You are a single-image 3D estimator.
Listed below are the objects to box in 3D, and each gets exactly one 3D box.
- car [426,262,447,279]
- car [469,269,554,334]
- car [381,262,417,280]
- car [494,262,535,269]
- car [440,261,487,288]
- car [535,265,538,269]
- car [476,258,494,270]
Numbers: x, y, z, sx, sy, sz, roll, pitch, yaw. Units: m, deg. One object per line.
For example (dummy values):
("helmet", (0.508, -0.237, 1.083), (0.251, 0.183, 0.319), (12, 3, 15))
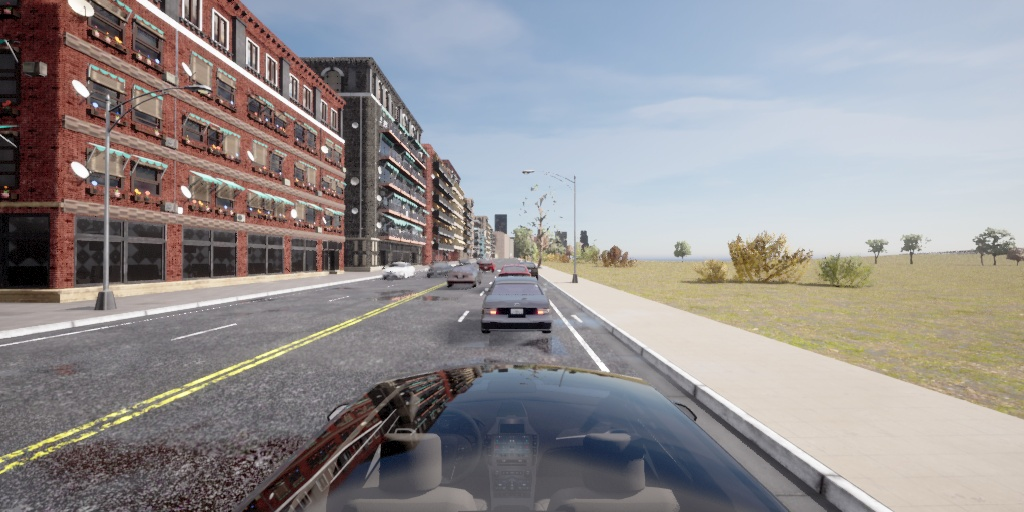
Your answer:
("car", (-6.520, 1.279, 32.968), (1.812, 1.442, 4.674), (0, 0, 0))
("car", (0.118, 1.299, 10.627), (2.033, 1.411, 5.357), (0, 0, 0))
("car", (-9.787, 1.279, 31.355), (1.812, 1.442, 4.674), (0, 0, 0))
("car", (0.144, 1.230, 21.167), (1.882, 1.535, 5.008), (0, 0, 0))
("car", (-3.102, 1.300, 24.082), (2.033, 1.411, 5.357), (0, 0, 0))
("car", (1.199, 1.231, 30.604), (1.882, 1.535, 5.008), (0, 0, 0))
("car", (-3.057, 1.231, 44.629), (1.882, 1.535, 5.008), (0, 0, 0))
